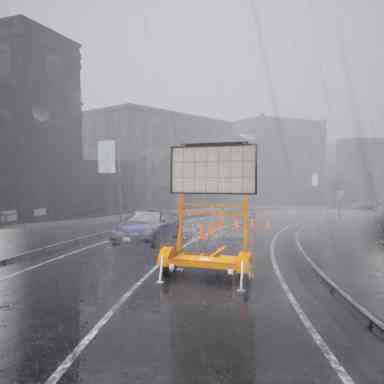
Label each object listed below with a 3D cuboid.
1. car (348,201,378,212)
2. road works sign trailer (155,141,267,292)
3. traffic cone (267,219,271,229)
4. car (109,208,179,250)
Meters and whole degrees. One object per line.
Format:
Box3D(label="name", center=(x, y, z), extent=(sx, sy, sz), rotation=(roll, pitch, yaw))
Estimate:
Box3D(label="car", center=(24.798, 2.028, 48.153), extent=(4.902, 1.511, 2.128), rotation=(2, 3, -27))
Box3D(label="road works sign trailer", center=(0.608, 0.457, 9.147), extent=(2.380, 3.560, 2.880), rotation=(1, 0, 18))
Box3D(label="traffic cone", center=(4.835, 2.015, 21.040), extent=(0.340, 0.580, 0.340), rotation=(2, 0, 14))
Box3D(label="car", center=(-1.813, 1.464, 14.400), extent=(1.812, 1.442, 4.674), rotation=(1, 0, 14))
